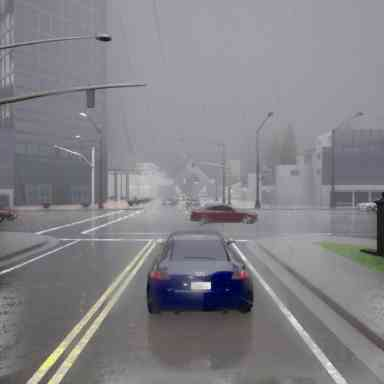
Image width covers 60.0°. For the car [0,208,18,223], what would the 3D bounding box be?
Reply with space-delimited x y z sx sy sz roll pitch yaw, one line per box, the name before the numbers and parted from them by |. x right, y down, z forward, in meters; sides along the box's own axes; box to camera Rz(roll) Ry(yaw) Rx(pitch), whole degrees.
car | -16.212 1.632 26.090 4.674 1.442 1.812 -1 0 0

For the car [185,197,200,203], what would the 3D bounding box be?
car | 0.099 1.490 47.169 2.128 1.511 4.902 0 0 1

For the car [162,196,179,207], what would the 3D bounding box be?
car | -3.531 1.491 51.142 2.128 1.511 4.902 0 0 0

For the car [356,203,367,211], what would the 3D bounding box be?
car | 20.786 1.477 37.049 4.674 1.442 1.812 0 0 -2

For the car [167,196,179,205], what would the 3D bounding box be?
car | -3.474 1.504 61.542 1.837 1.490 4.892 0 0 1

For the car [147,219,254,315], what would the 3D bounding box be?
car | 0.096 1.564 7.662 1.994 1.385 4.181 0 0 -2

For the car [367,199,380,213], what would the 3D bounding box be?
car | 20.543 1.514 33.535 4.181 1.385 1.994 0 0 0

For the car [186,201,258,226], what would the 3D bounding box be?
car | 2.132 1.531 22.703 4.674 1.442 1.812 0 0 0
